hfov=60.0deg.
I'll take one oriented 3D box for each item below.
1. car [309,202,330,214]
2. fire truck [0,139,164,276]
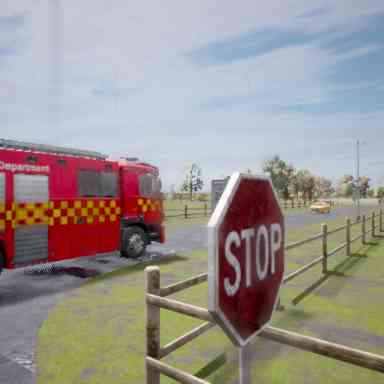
[{"bbox_3d":[18.069,2.215,46.992,1.882,1.535,5.008,-1,-1,35],"label":"car"},{"bbox_3d":[-4.570,0.419,10.443,2.891,3.827,8.468,-1,-1,35],"label":"fire truck"}]
